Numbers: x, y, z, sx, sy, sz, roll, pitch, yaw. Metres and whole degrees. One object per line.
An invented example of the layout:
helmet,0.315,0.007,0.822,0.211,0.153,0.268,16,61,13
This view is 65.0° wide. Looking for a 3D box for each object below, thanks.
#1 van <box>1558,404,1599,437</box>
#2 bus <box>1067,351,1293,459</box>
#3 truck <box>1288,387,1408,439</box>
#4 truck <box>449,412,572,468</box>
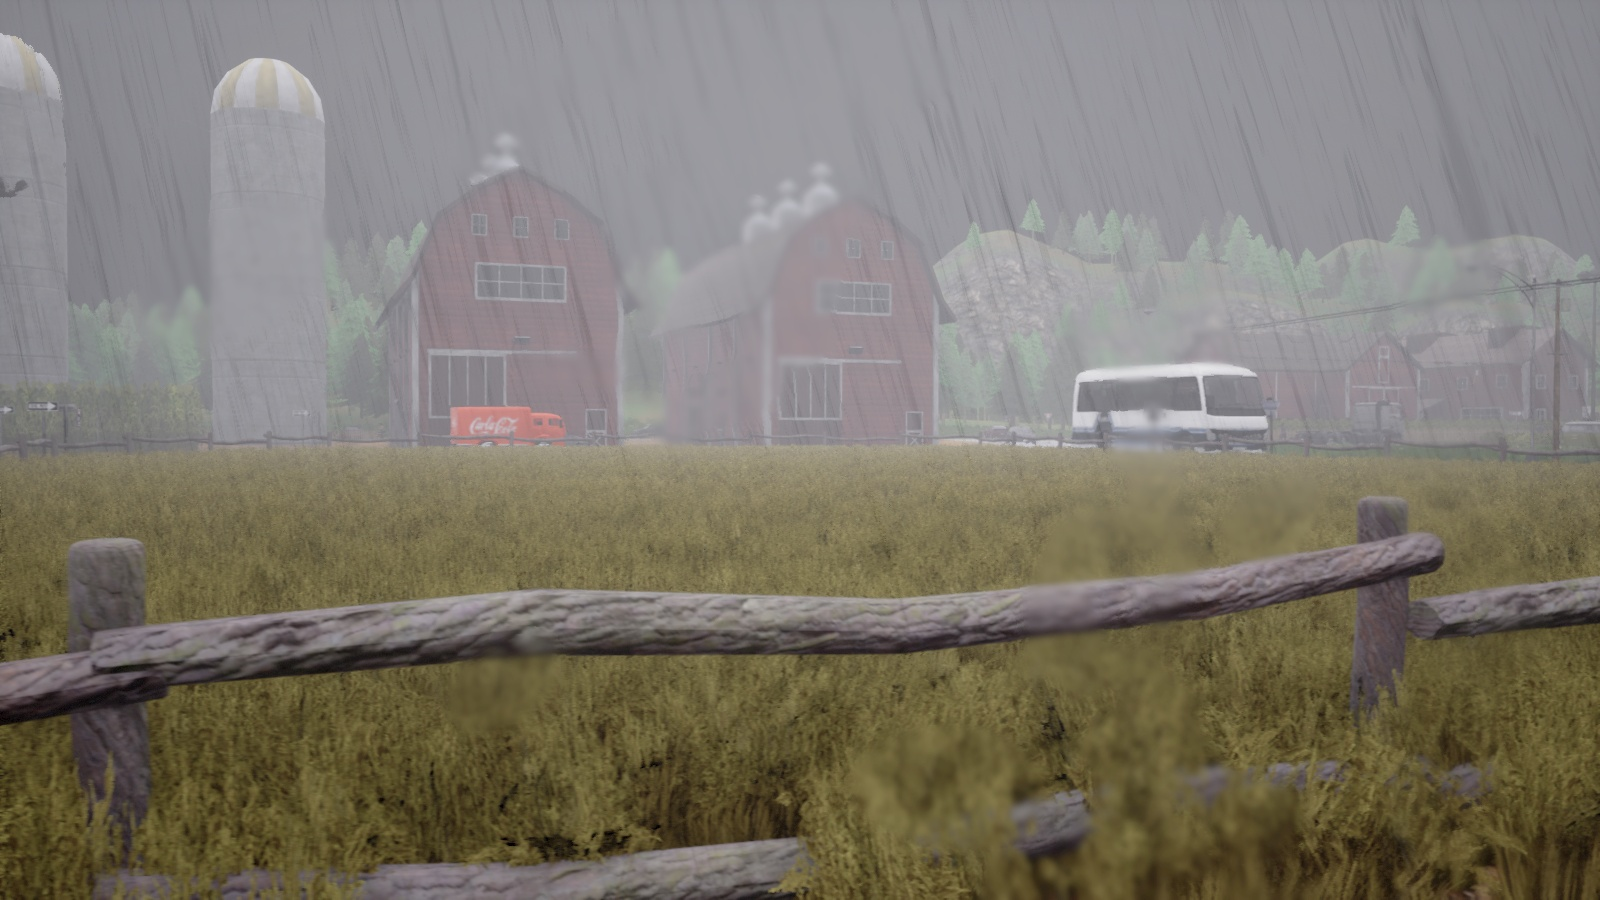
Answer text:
van,48.887,-1.825,76.530,4.442,1.987,1.775,-1,2,26
bus,16.267,-1.897,54.969,3.944,4.253,10.273,-2,1,-21
truck,38.581,-2.592,88.443,7.936,3.462,2.891,-2,1,-21
truck,-13.719,-0.511,59.473,5.204,2.467,2.627,-2,1,-24
